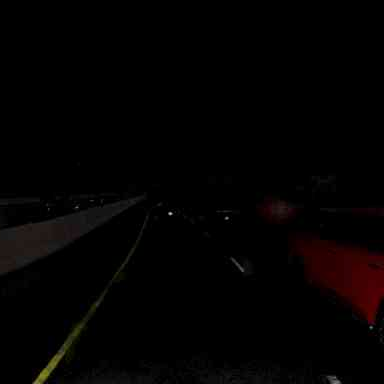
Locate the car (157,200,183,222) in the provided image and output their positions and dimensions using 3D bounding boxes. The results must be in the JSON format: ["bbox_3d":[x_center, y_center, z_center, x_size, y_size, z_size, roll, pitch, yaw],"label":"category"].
[{"bbox_3d":[-1.774,1.554,26.338,1.994,1.385,4.181,0,0,-6],"label":"car"}]

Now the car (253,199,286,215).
[{"bbox_3d":[7.946,1.478,34.529,1.837,1.490,4.892,0,0,-6],"label":"car"}]

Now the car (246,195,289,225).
[{"bbox_3d":[5.497,1.203,24.141,2.150,2.045,5.566,0,0,-6],"label":"car"}]

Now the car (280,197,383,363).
[{"bbox_3d":[3.423,1.214,5.519,2.150,2.045,5.566,0,0,-2],"label":"car"}]

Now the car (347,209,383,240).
[{"bbox_3d":[9.760,1.579,16.215,1.895,1.301,4.718,0,0,-5],"label":"car"}]

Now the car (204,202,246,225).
[{"bbox_3d":[2.000,1.478,23.853,2.128,1.511,4.902,0,0,-6],"label":"car"}]
